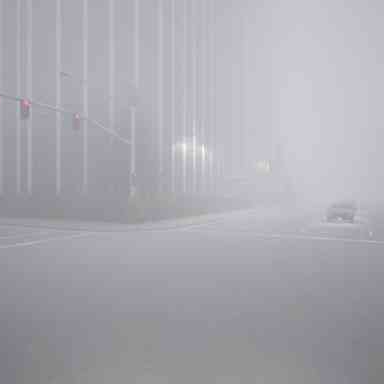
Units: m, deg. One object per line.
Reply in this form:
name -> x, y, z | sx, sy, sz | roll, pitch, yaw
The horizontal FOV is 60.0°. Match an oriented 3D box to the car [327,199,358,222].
car -> 11.890, 1.547, 26.443 | 2.033, 1.411, 5.357 | 0, 0, 27

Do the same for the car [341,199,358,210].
car -> 20.985, 1.601, 44.325 | 1.895, 1.301, 4.718 | 0, 0, 27
